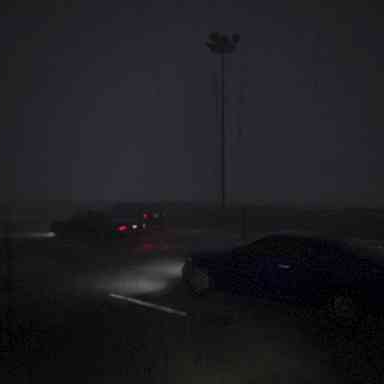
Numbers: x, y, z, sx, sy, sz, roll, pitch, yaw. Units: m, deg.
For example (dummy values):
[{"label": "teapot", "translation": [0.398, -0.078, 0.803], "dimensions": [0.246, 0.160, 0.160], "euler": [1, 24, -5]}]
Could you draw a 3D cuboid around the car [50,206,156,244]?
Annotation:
[{"label": "car", "translation": [-4.513, 1.547, 15.806], "dimensions": [5.357, 1.411, 2.033], "euler": [0, 0, 35]}]

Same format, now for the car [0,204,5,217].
[{"label": "car", "translation": [-19.118, 1.475, 30.519], "dimensions": [5.008, 1.535, 1.882], "euler": [0, 0, 35]}]

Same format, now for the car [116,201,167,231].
[{"label": "car", "translation": [-3.711, 1.352, 19.533], "dimensions": [4.553, 1.767, 2.097], "euler": [0, 0, 35]}]

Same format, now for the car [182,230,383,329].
[{"label": "car", "translation": [1.953, 1.526, 6.898], "dimensions": [4.674, 1.442, 1.812], "euler": [0, 0, 35]}]
